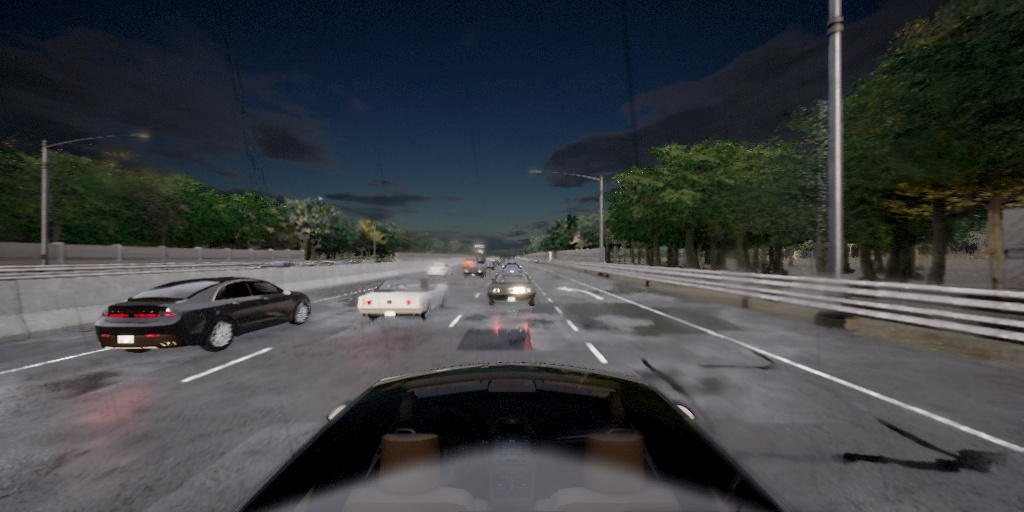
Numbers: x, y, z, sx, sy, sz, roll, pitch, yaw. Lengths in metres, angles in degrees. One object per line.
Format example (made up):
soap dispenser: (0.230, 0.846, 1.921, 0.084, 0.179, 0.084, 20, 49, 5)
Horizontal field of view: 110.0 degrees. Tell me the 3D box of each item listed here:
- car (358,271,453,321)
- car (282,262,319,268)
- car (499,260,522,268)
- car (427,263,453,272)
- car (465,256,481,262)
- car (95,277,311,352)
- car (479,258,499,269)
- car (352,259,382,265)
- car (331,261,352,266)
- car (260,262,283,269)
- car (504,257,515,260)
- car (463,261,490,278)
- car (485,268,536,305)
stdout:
car: (-3.500, 1.375, 12.529, 1.895, 1.301, 4.718, 0, 0, 0)
car: (-24.565, 1.454, 42.648, 1.895, 1.301, 4.718, 0, 0, 0)
car: (-0.001, 1.403, 34.995, 1.994, 1.385, 4.181, 0, 0, 0)
car: (-7.000, 1.365, 35.006, 1.812, 1.442, 4.674, 0, 0, 0)
car: (-7.001, 1.225, 61.007, 2.097, 1.767, 4.553, 0, 0, 0)
car: (-7.001, 1.271, 8.924, 1.837, 1.490, 4.892, 0, 0, 0)
car: (-3.501, 1.417, 55.066, 2.033, 1.411, 5.357, 0, 0, 0)
car: (-17.555, 1.209, 44.552, 2.097, 1.767, 4.553, 0, 0, 0)
car: (-21.054, 1.348, 44.818, 2.128, 1.511, 4.902, 0, 0, 0)
car: (-28.046, 1.403, 43.644, 2.033, 1.411, 5.357, 0, 0, 1)
car: (-0.001, 1.421, 65.063, 2.033, 1.411, 5.357, 0, 0, 0)
car: (-3.500, 1.440, 35.015, 1.895, 1.301, 4.718, 0, 0, 0)
car: (-0.001, 1.385, 16.127, 1.895, 1.301, 4.718, 0, 0, 0)
